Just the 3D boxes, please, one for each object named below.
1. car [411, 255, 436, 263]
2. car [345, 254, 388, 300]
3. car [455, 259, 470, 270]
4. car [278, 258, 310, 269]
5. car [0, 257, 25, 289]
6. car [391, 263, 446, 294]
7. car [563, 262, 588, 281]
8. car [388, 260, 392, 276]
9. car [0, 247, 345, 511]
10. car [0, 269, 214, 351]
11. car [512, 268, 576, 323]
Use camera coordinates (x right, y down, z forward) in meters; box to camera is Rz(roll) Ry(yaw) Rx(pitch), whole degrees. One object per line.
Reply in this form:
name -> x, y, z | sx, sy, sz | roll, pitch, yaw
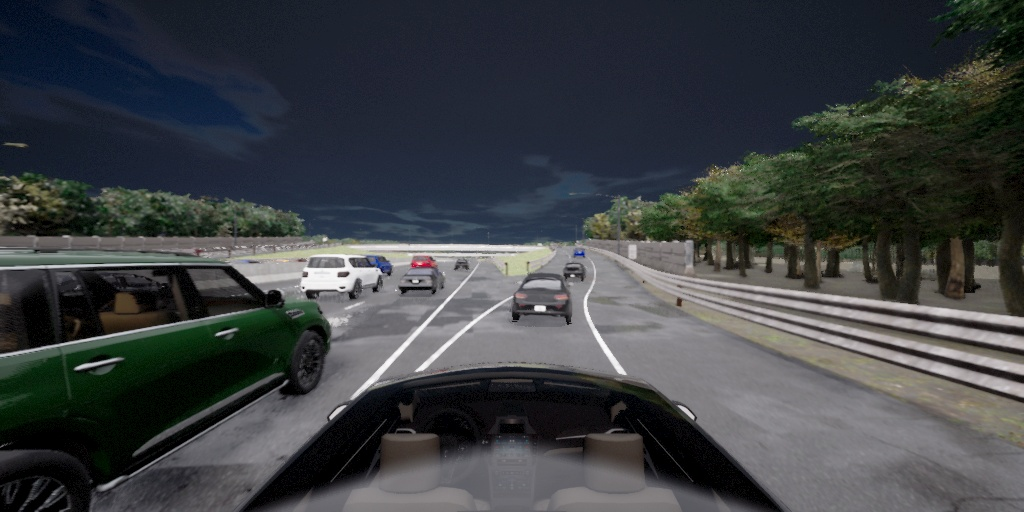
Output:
car -> -9.599, 0.951, 39.147 | 2.150, 2.045, 5.566 | 0, 0, -4
car -> -8.164, 0.951, 17.749 | 2.150, 2.045, 5.566 | 0, 0, -4
car -> -7.004, 1.184, 50.684 | 1.837, 1.490, 4.892 | 0, 0, -4
car -> -31.730, 1.025, 52.453 | 1.882, 1.535, 5.008 | 0, 0, -4
car -> -29.458, 0.966, 18.690 | 2.097, 1.767, 4.553 | 1, 0, -4
car -> -4.909, 1.293, 20.104 | 2.033, 1.411, 5.357 | 0, 0, -4
car -> 5.443, 1.294, 31.227 | 1.837, 1.490, 4.892 | 0, 1, 14
car -> -12.688, 0.945, 33.040 | 2.150, 2.045, 5.566 | 0, 0, -4
car -> -3.843, 0.957, 3.361 | 2.150, 2.045, 5.566 | 0, 0, -4
car -> -11.165, 1.201, 9.816 | 2.128, 1.511, 4.902 | 0, 0, -4
car -> 1.117, 1.303, 12.233 | 1.812, 1.442, 4.674 | 1, 0, 8
